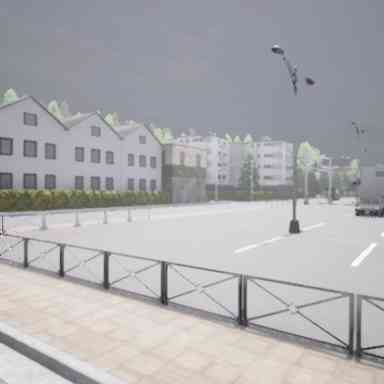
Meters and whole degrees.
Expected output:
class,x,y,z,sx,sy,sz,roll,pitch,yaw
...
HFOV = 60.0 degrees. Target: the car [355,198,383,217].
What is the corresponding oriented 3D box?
class,x,y,z,sx,sy,sz,roll,pitch,yaw
car,14.720,1.261,27.310,2.007,1.523,4.514,1,0,35
